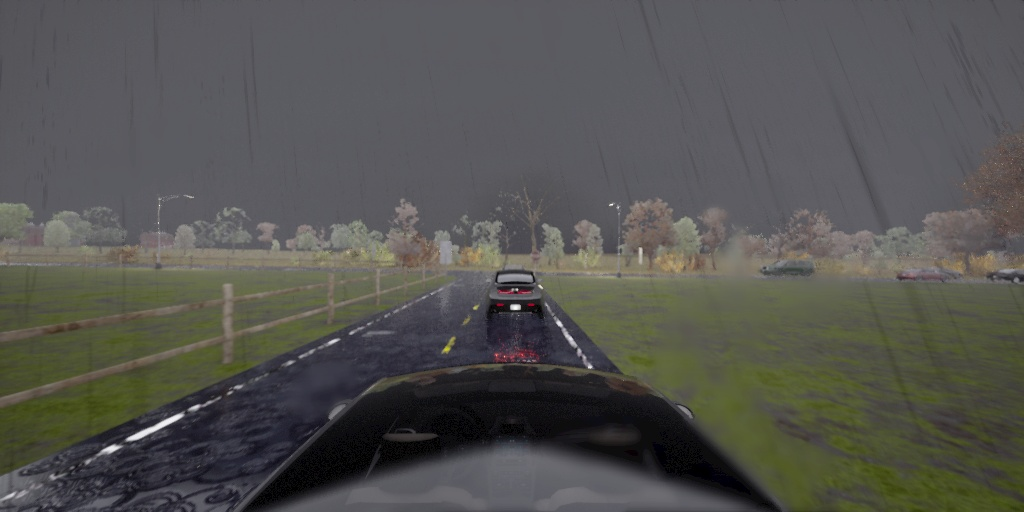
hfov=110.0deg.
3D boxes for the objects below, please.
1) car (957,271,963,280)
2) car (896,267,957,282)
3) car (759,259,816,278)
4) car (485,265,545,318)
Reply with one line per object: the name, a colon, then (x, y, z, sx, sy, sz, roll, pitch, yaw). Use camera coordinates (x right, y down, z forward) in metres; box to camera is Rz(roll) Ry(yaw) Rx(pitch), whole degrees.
car: (49.120, 1.970, 41.415, 4.181, 1.385, 1.994, 1, 1, 0)
car: (44.301, 2.029, 38.633, 4.181, 1.385, 1.994, 1, 1, 2)
car: (31.933, 1.420, 41.543, 5.566, 2.045, 2.150, 1, 1, 0)
car: (0.101, 1.219, 12.784, 1.837, 1.490, 4.892, 0, 0, 0)
